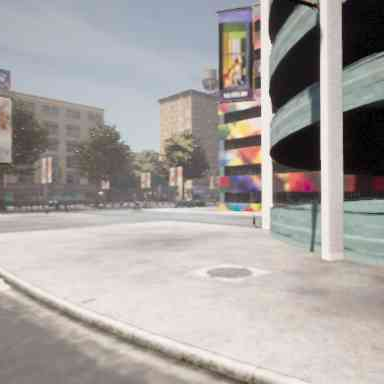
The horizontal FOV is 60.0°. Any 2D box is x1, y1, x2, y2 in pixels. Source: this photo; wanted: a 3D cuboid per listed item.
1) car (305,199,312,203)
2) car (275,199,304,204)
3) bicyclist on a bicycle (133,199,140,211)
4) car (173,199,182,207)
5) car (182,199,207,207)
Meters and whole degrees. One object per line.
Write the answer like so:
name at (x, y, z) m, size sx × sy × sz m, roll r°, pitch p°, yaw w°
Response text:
car at (17.660, 1.846, 53.062) m, size 4.786 × 1.482 × 2.161 m, roll 0°, pitch -1°, yaw -44°
car at (11.797, 1.668, 41.600) m, size 4.674 × 1.452 × 2.002 m, roll 0°, pitch -1°, yaw -44°
bicyclist on a bicycle at (-7.471, 1.764, 44.583) m, size 0.582 × 1.620 × 1.656 m, roll 0°, pitch -1°, yaw -44°
car at (-1.636, 2.170, 66.125) m, size 4.674 × 1.442 × 1.812 m, roll 0°, pitch -1°, yaw -44°
car at (0.804, 2.135, 63.615) m, size 4.674 × 1.442 × 1.812 m, roll 0°, pitch -1°, yaw -44°
